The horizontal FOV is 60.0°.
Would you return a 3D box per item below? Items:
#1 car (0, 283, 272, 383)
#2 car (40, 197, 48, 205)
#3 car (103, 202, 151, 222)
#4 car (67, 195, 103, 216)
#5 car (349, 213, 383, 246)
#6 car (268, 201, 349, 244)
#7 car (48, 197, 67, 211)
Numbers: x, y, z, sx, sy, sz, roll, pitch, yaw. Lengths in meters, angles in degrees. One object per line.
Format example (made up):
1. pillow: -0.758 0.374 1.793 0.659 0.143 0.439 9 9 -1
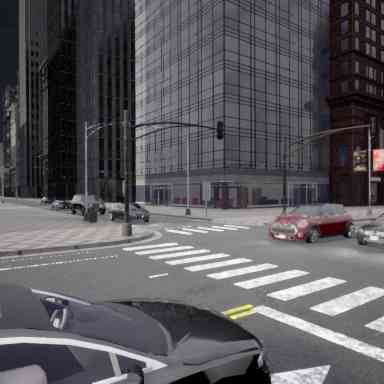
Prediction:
1. car: -1.485 1.491 2.379 4.902 1.511 2.128 0 0 -36
2. car: -27.602 1.652 63.486 1.837 1.490 4.892 0 0 -35
3. car: -4.977 1.555 26.035 1.837 1.490 4.892 0 0 -35
4. car: -10.724 1.293 34.139 2.150 2.045 5.566 0 0 -36
5. car: 8.875 1.526 14.109 4.674 1.442 1.812 0 0 -36
6. car: 5.745 1.352 15.858 4.553 1.767 2.097 0 0 -36
7. car: -16.523 1.659 42.338 1.994 1.385 4.181 0 0 -36
